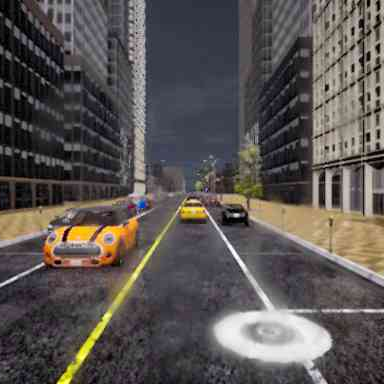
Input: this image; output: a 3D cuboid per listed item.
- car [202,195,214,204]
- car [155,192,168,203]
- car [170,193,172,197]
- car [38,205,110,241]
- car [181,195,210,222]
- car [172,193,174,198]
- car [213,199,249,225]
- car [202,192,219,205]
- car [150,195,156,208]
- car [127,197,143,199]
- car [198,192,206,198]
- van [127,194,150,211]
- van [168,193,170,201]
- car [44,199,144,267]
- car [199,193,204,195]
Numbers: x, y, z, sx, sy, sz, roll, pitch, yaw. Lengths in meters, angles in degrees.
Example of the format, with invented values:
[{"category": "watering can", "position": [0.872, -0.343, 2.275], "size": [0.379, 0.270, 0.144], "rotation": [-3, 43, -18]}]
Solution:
[{"category": "car", "position": [2.716, 1.209, 56.478], "size": [1.802, 1.307, 4.206], "rotation": [0, 0, 0]}, {"category": "car", "position": [-5.664, 1.067, 56.494], "size": [1.967, 1.590, 4.097], "rotation": [0, 0, 0]}, {"category": "car", "position": [-5.660, 1.113, 67.880], "size": [1.947, 1.339, 4.313], "rotation": [0, 0, 0]}, {"category": "car", "position": [-5.681, 1.444, 16.651], "size": [2.008, 1.369, 4.403], "rotation": [0, 0, 0]}, {"category": "car", "position": [0.110, 1.299, 24.964], "size": [1.801, 1.575, 5.366], "rotation": [0, 1, 0]}, {"category": "car", "position": [-5.651, 0.914, 90.477], "size": [1.752, 1.417, 4.829], "rotation": [0, 0, 0]}, {"category": "car", "position": [2.702, 1.423, 22.327], "size": [1.947, 1.339, 4.313], "rotation": [0, 0, 0]}, {"category": "car", "position": [2.712, 1.146, 45.093], "size": [1.967, 1.590, 4.097], "rotation": [0, 0, 0]}, {"category": "car", "position": [-5.671, 1.325, 39.420], "size": [1.802, 1.307, 4.206], "rotation": [0, 0, 0]}, {"category": "car", "position": [-5.676, 1.364, 28.035], "size": [1.887, 1.381, 4.507], "rotation": [0, 0, 0]}, {"category": "car", "position": [2.730, 0.828, 90.628], "size": [1.967, 1.590, 4.097], "rotation": [0, 0, 0]}, {"category": "van", "position": [-5.673, 1.123, 33.726], "size": [1.690, 1.788, 3.998], "rotation": [0, 0, 0]}, {"category": "van", "position": [-5.661, 0.928, 62.187], "size": [1.690, 1.788, 3.998], "rotation": [0, 0, 0]}, {"category": "car", "position": [-3.088, 1.280, 11.125], "size": [2.097, 1.767, 4.553], "rotation": [0, 0, 0]}, {"category": "car", "position": [0.116, 1.208, 41.423], "size": [1.882, 1.535, 5.008], "rotation": [0, 0, 0]}]
